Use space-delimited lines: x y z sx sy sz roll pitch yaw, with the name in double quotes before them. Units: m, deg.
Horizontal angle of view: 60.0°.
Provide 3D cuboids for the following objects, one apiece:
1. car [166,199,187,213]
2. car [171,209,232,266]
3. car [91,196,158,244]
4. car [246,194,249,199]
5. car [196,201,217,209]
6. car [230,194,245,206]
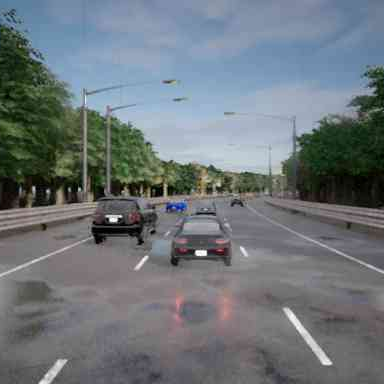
"car" -1.635 1.472 36.713 1.882 1.535 5.008 0 0 5
"car" 0.335 1.525 11.511 1.812 1.442 4.674 0 0 2
"car" -3.030 1.217 15.968 2.150 2.045 5.566 0 0 2
"car" 12.342 1.333 82.880 2.097 1.767 4.553 0 0 13
"car" 1.352 1.546 30.753 2.033 1.411 5.357 0 0 5
"car" 7.180 1.498 53.217 1.837 1.490 4.892 0 0 8
